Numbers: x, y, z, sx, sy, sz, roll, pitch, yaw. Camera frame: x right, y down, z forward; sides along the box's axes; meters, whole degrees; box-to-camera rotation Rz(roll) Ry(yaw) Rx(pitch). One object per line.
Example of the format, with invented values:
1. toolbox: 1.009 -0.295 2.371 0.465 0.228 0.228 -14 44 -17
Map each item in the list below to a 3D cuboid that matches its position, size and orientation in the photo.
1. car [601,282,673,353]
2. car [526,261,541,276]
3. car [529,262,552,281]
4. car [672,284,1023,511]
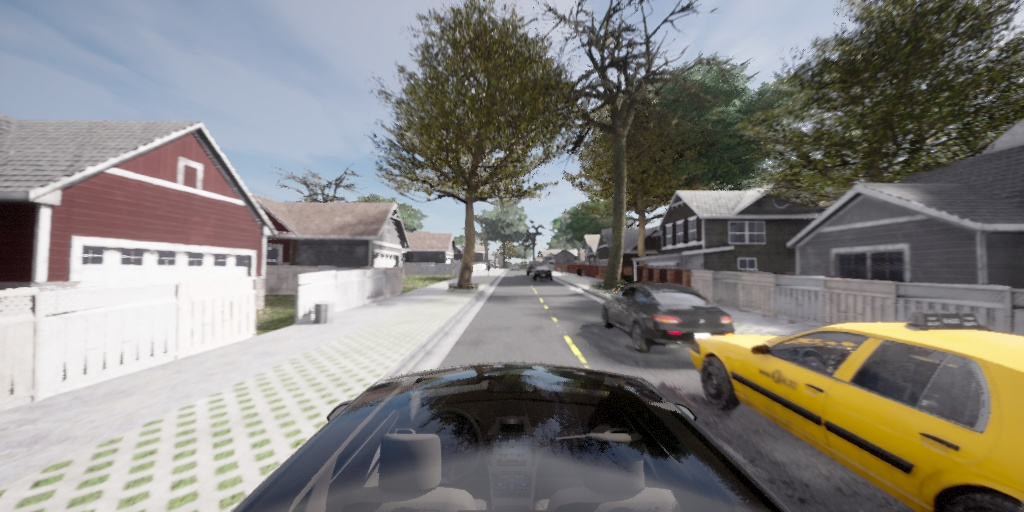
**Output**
1. car: 3.612 1.391 9.050 1.812 1.442 4.674 0 -1 0
2. car: 3.091 1.665 49.090 2.150 2.045 5.566 0 -1 0
3. car: 3.079 1.738 37.497 1.882 1.535 5.008 0 -1 0
4. car: 3.568 1.250 3.240 1.801 1.575 5.366 0 -1 0
